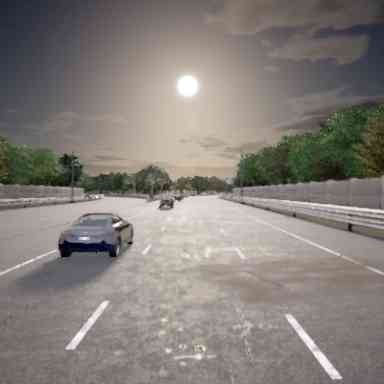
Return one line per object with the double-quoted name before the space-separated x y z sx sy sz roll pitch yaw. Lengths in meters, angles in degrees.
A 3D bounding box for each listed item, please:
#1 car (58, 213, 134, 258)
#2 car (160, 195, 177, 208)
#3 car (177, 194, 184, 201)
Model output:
"car" -3.500 1.483 12.814 1.994 1.385 4.181 0 0 0
"car" -3.500 1.469 47.615 1.837 1.490 4.892 0 0 0
"car" -3.500 1.418 81.634 1.882 1.535 5.008 0 0 0
